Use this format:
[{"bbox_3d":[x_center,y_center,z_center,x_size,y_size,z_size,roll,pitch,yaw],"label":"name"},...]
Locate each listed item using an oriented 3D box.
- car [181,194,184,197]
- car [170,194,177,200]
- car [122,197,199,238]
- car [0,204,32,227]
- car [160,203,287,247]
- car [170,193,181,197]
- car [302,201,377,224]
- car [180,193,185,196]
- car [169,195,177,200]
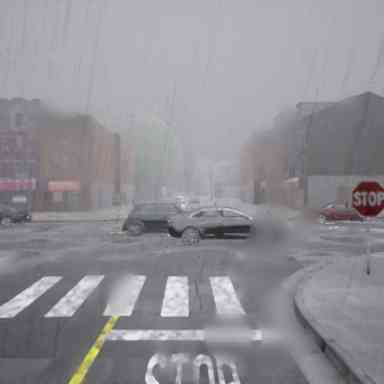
[{"bbox_3d":[-2.551,1.435,45.739,2.128,1.511,4.902,0,0,0],"label":"car"},{"bbox_3d":[-5.303,1.421,95.195,1.752,1.417,4.829,1,0,0],"label":"car"},{"bbox_3d":[-1.146,1.291,16.833,4.553,1.767,2.097,-1,-1,-1],"label":"car"},{"bbox_3d":[-13.993,1.639,23.405,5.008,1.535,1.882,0,-1,0],"label":"car"},{"bbox_3d":[1.332,1.334,13.602,4.902,1.511,2.128,-1,-1,-1],"label":"car"},{"bbox_3d":[-2.635,1.311,35.649,2.097,1.767,4.553,0,0,2],"label":"car"},{"bbox_3d":[10.423,1.425,23.635,5.008,1.535,1.882,-1,-1,-1],"label":"car"},{"bbox_3d":[-2.502,1.145,61.576,2.150,2.045,5.566,0,0,0],"label":"car"},{"bbox_3d":[-5.261,1.447,93.222,2.008,1.369,4.403,1,0,0],"label":"car"}]
